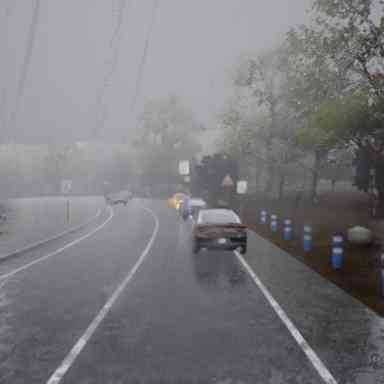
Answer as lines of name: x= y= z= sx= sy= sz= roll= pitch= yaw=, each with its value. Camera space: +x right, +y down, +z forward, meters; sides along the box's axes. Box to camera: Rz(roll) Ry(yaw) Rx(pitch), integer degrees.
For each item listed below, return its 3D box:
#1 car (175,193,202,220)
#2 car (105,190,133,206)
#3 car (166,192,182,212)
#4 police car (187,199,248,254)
car: x=0.118 y=1.107 z=23.398 sx=1.812 sy=1.442 sz=4.674 roll=-1 pitch=2 yaw=-8
car: x=-8.831 y=0.799 z=38.560 sx=2.033 sy=1.411 sz=5.357 roll=-3 pitch=2 yaw=-24
car: x=-1.109 y=0.820 z=29.733 sx=1.801 sy=1.575 sz=5.366 roll=-2 pitch=2 yaw=-14
police car: x=0.903 y=1.312 z=13.219 sx=1.930 sy=1.638 sz=5.238 roll=0 pitch=1 yaw=-1
